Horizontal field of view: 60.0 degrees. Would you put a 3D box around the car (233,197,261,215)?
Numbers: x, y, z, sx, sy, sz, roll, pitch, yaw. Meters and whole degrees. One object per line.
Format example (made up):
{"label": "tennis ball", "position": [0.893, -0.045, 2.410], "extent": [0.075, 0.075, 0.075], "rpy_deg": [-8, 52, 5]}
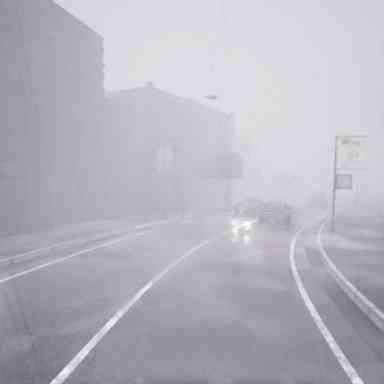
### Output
{"label": "car", "position": [5.059, 1.201, 28.664], "extent": [2.128, 1.511, 4.902], "rpy_deg": [3, 2, 27]}

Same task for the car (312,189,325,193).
{"label": "car", "position": [24.685, 0.299, 64.905], "extent": [2.097, 1.767, 4.553], "rpy_deg": [3, 3, 28]}

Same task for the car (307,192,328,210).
{"label": "car", "position": [14.816, 1.203, 39.079], "extent": [2.128, 1.511, 4.902], "rpy_deg": [3, 2, 28]}

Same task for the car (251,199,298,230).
{"label": "car", "position": [5.474, 1.408, 20.934], "extent": [2.128, 1.511, 4.902], "rpy_deg": [2, 1, 24]}
